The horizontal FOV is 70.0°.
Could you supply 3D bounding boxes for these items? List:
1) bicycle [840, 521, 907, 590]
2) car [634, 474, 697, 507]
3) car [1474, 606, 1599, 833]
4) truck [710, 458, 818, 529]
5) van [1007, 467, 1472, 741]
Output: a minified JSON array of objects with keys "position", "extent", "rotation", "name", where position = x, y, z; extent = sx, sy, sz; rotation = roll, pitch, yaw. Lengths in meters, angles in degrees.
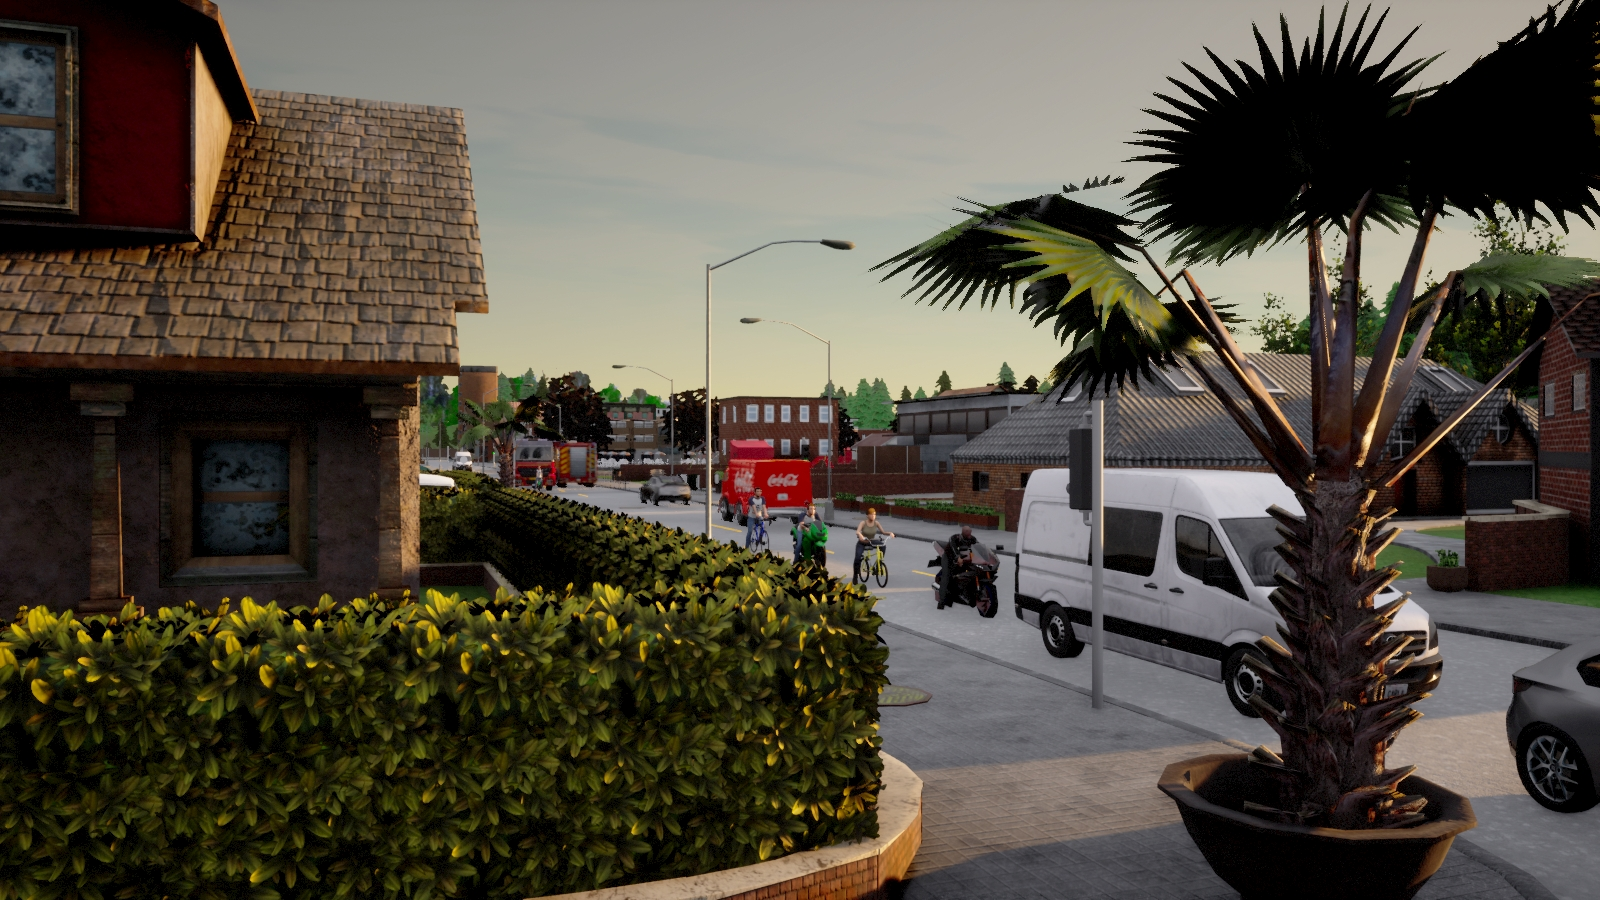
[{"position":[1.505,2.162,23.648],"extent":[0.859,1.276,1.487],"rotation":[0,0,-19],"name":"bicycle"},{"position":[-6.939,2.053,58.560],"extent":[2.128,1.511,4.902],"rotation":[0,0,-20],"name":"car"},{"position":[6.934,2.069,7.650],"extent":[1.816,1.474,4.193],"rotation":[0,0,-12],"name":"car"},{"position":[-1.478,1.574,43.564],"extent":[2.627,2.467,5.204],"rotation":[0,0,-20],"name":"truck"},{"position":[4.966,1.538,14.186],"extent":[1.988,2.561,5.915],"rotation":[0,0,-20],"name":"van"}]
